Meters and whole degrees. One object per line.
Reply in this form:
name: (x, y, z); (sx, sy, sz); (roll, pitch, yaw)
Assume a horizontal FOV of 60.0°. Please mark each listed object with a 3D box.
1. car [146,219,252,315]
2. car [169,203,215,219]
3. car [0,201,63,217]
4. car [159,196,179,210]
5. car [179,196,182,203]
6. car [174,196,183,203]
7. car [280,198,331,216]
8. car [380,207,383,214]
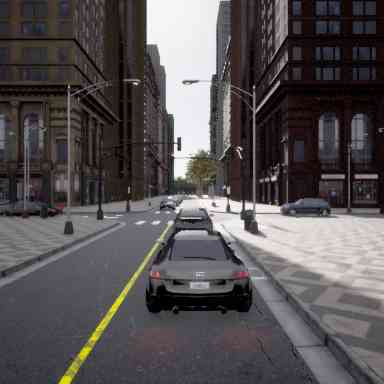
car: (0.105, 1.564, 7.686); (1.994, 1.385, 4.181); (0, 0, -1)
car: (0.055, 1.505, 16.593); (1.837, 1.490, 4.892); (0, 0, 0)
car: (-14.127, 1.499, 28.835); (5.357, 1.411, 2.033); (0, 0, 0)
car: (-3.105, 1.548, 43.049); (2.033, 1.411, 5.357); (0, 0, 0)
car: (-3.108, 1.495, 52.810); (2.128, 1.511, 4.902); (0, 0, 0)
car: (-3.024, 1.551, 73.457); (1.812, 1.442, 4.674); (0, 0, 0)
car: (10.852, 1.389, 32.082); (4.553, 1.767, 2.097); (0, 0, 1)
car: (20.508, 1.631, 32.048); (4.181, 1.385, 1.994); (0, 0, 0)
